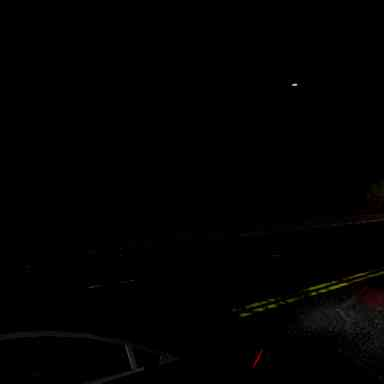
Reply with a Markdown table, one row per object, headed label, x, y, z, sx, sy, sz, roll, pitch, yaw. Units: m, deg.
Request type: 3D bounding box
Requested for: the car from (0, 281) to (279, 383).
| label | x | y | z | sx | sy | sz | roll | pitch | yaw |
| --- | --- | --- | --- | --- | --- | --- | --- | --- | --- |
| car | -1.397 | 1.492 | 2.466 | 4.902 | 1.511 | 2.128 | 0 | 0 | -36 |
